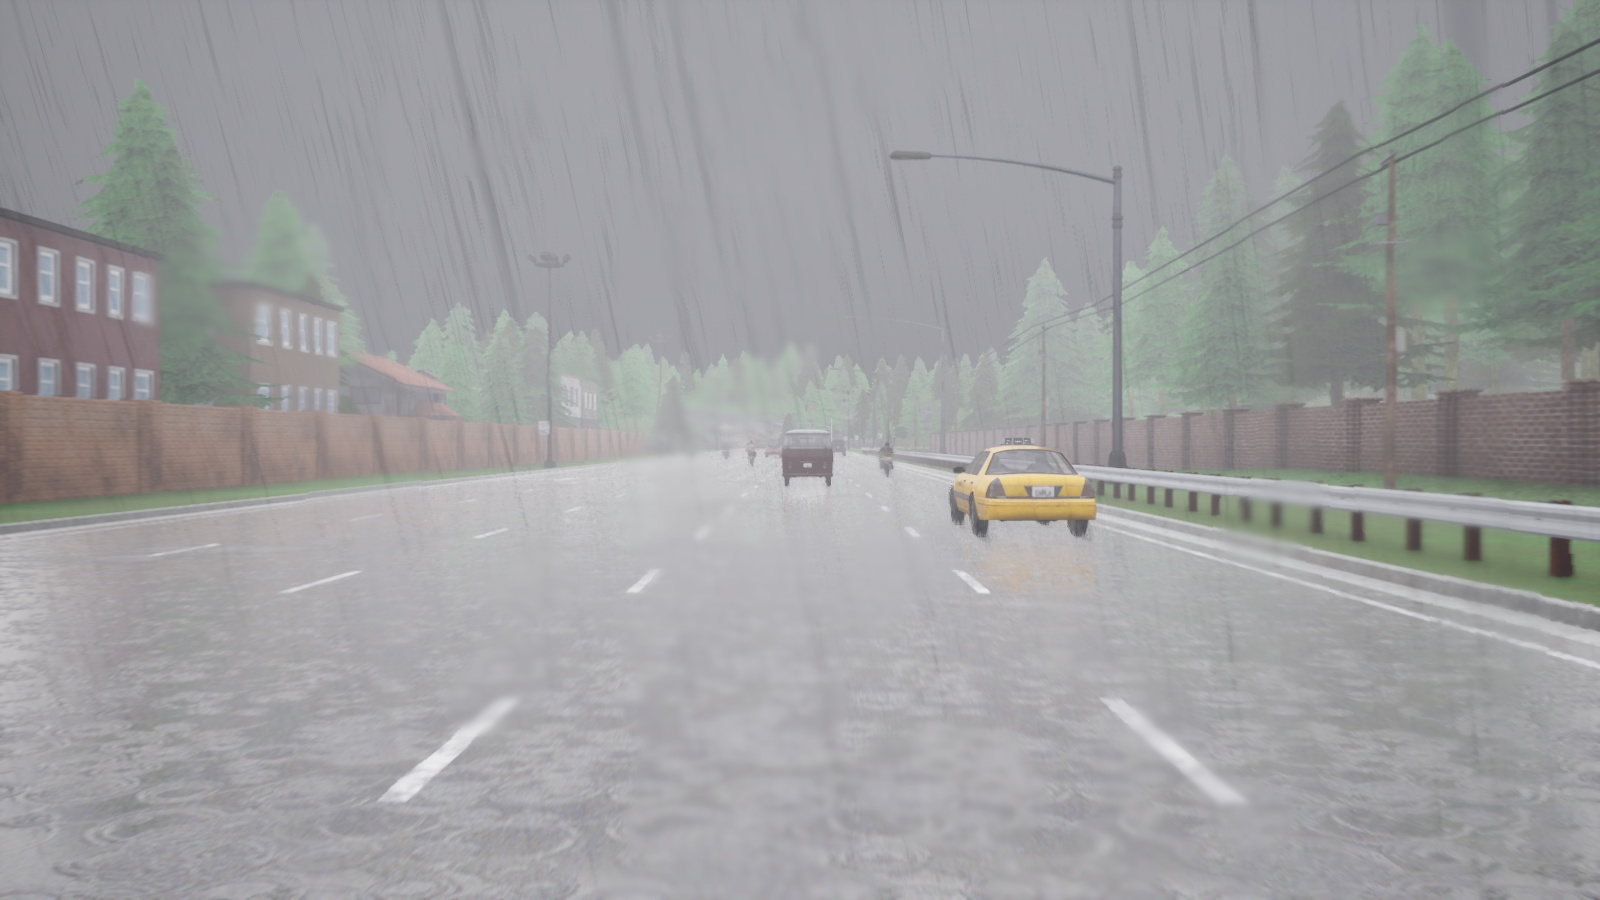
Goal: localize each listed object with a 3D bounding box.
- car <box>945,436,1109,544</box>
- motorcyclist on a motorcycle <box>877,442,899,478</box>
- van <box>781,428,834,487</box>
[{"bbox_3d":[3.635,0.571,21.089,1.801,1.575,5.366,0,0,0],"label":"car"},{"bbox_3d":[3.826,0.427,54.686,0.797,1.523,2.044,0,0,0],"label":"motorcyclist on a motorcycle"},{"bbox_3d":[0.268,0.251,44.604,1.775,1.987,4.442,0,0,0],"label":"van"}]
